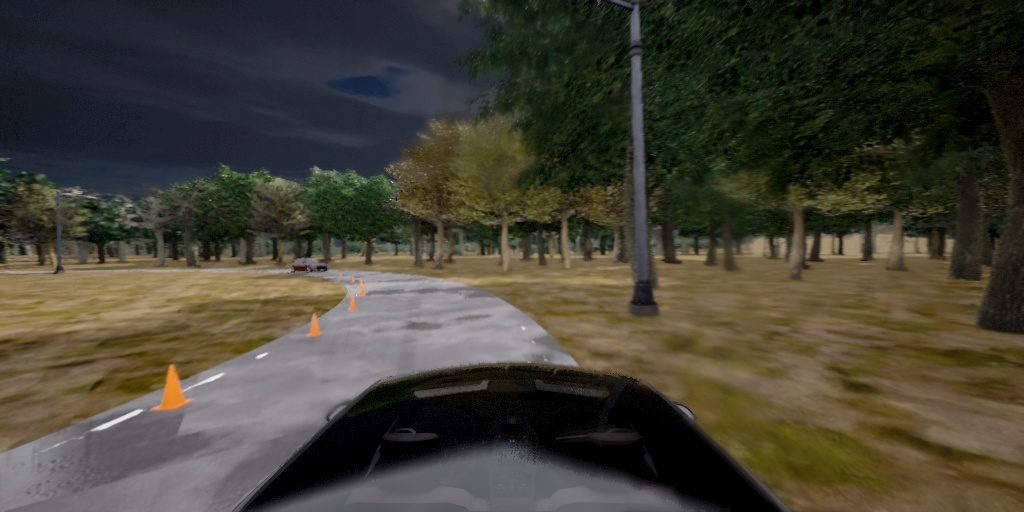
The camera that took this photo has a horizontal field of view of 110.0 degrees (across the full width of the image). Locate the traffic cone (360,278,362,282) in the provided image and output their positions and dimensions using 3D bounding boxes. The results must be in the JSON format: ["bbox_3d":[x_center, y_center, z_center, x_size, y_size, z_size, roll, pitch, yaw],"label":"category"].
[{"bbox_3d":[-9.815,1.743,23.328,0.340,0.580,0.340,0,0,-27],"label":"traffic cone"}]

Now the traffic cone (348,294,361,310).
[{"bbox_3d":[-6.442,1.852,14.517,0.340,0.580,0.340,0,0,-15],"label":"traffic cone"}]

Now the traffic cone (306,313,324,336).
[{"bbox_3d":[-5.444,1.876,9.902,0.340,0.580,0.340,0,0,-9],"label":"traffic cone"}]

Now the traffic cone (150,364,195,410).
[{"bbox_3d":[-4.920,1.872,5.208,0.340,0.580,0.340,0,0,-3],"label":"traffic cone"}]

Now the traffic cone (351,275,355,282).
[{"bbox_3d":[-12.154,1.701,27.433,0.340,0.580,0.340,0,0,-33],"label":"traffic cone"}]

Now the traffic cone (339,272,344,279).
[{"bbox_3d":[-14.896,1.674,31.280,0.340,0.580,0.340,0,0,-38],"label":"traffic cone"}]

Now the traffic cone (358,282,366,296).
[{"bbox_3d":[-7.904,1.800,19.008,0.340,0.580,0.340,0,0,-21],"label":"traffic cone"}]

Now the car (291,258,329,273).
[{"bbox_3d":[-23.306,1.020,41.292,4.553,1.767,2.097,0,1,29],"label":"car"}]
